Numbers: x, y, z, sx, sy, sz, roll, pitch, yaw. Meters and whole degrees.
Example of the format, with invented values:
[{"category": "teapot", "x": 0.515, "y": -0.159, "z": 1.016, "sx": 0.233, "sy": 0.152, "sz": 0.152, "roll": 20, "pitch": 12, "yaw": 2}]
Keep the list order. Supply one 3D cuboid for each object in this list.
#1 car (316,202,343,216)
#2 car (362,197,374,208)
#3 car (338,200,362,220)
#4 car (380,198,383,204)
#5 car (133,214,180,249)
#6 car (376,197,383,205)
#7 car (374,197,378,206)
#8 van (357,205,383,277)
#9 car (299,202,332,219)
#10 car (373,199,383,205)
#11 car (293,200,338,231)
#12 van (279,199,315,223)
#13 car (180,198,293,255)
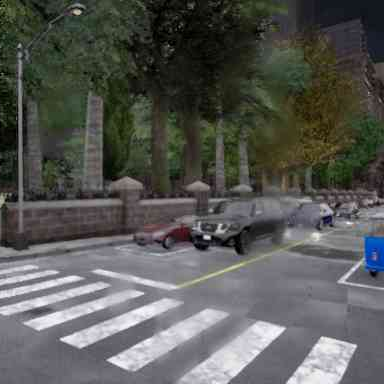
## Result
[{"category": "car", "x": 15.385, "y": 1.846, "z": 37.132, "sx": 1.802, "sy": 1.307, "sz": 4.206, "roll": -1, "pitch": -1, "yaw": 36}, {"category": "car", "x": 28.277, "y": 1.874, "z": 55.079, "sx": 1.967, "sy": 1.590, "sz": 4.097, "roll": -1, "pitch": -1, "yaw": 36}, {"category": "car", "x": 14.013, "y": 1.734, "z": 30.617, "sx": 1.837, "sy": 1.490, "sz": 4.892, "roll": 0, "pitch": 0, "yaw": 36}, {"category": "car", "x": 47.618, "y": 2.207, "z": 81.995, "sx": 1.887, "sy": 1.381, "sz": 4.507, "roll": -1, "pitch": -1, "yaw": 36}, {"category": "car", "x": -0.731, "y": 1.630, "z": 14.701, "sx": 1.802, "sy": 1.307, "sz": 4.206, "roll": -1, "pitch": -1, "yaw": 36}, {"category": "car", "x": 34.724, "y": 1.830, "z": 64.054, "sx": 2.192, "sy": 1.841, "sz": 5.009, "roll": -1, "pitch": -1, "yaw": 36}, {"category": "car", "x": 31.501, "y": 2.057, "z": 59.563, "sx": 1.802, "sy": 1.307, "sz": 4.206, "roll": -1, "pitch": -1, "yaw": 36}, {"category": "van", "x": 6.197, "y": 1.427, "z": 9.739, "sx": 1.690, "sy": 1.788, "sz": 3.998, "roll": -1, "pitch": -1, "yaw": 36}, {"category": "car", "x": 12.161, "y": 1.766, "z": 32.647, "sx": 1.887, "sy": 1.381, "sz": 4.507, "roll": -1, "pitch": -1, "yaw": 36}, {"category": "car", "x": 41.171, "y": 2.157, "z": 73.023, "sx": 1.947, "sy": 1.339, "sz": 4.313, "roll": -1, "pitch": -1, "yaw": 36}, {"category": "car", "x": 7.963, "y": 1.500, "z": 22.213, "sx": 2.097, "sy": 1.767, "sz": 4.553, "roll": 0, "pitch": 0, "yaw": 36}, {"category": "van", "x": 8.937, "y": 1.520, "z": 28.163, "sx": 1.690, "sy": 1.788, "sz": 3.998, "roll": -1, "pitch": -1, "yaw": 36}, {"category": "car", "x": 2.139, "y": 1.292, "z": 14.112, "sx": 2.150, "sy": 2.045, "sz": 5.566, "roll": 0, "pitch": 0, "yaw": 36}]
